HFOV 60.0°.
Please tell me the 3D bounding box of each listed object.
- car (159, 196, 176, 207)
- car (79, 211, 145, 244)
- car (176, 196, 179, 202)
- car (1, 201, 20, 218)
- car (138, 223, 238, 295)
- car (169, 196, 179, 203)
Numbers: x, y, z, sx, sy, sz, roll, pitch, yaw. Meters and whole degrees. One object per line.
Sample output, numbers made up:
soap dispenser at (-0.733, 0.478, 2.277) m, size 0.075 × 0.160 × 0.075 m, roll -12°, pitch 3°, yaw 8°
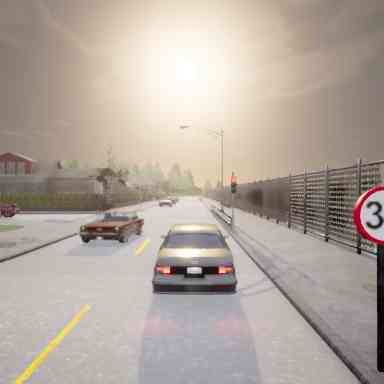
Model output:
car at (-3.995, 1.547, 51.723) m, size 2.033 × 1.411 × 5.357 m, roll 0°, pitch 0°, yaw 0°
car at (-3.642, 1.601, 15.889) m, size 1.895 × 1.301 × 4.718 m, roll 0°, pitch 0°, yaw 4°
car at (-3.943, 1.478, 61.567) m, size 1.882 × 1.535 × 5.008 m, roll 0°, pitch 0°, yaw 0°
car at (-17.371, 1.221, 27.551) m, size 5.566 × 2.045 × 2.150 m, roll 0°, pitch 0°, yaw 0°
car at (0.071, 1.547, 8.880) m, size 2.033 × 1.411 × 5.357 m, roll 0°, pitch 0°, yaw 1°
car at (-3.860, 1.553, 71.571) m, size 1.994 × 1.385 × 4.181 m, roll 0°, pitch 0°, yaw 0°
